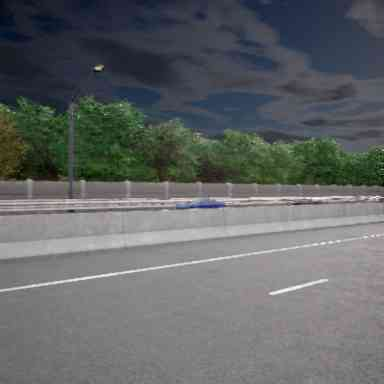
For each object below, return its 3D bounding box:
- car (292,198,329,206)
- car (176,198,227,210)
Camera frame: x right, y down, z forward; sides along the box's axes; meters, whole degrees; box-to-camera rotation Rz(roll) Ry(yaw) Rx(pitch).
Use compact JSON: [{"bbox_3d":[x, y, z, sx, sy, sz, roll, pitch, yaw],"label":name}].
[{"bbox_3d":[13.984,1.426,39.150,4.718,1.301,1.895,0,0,-34],"label":"car"},{"bbox_3d":[0.878,1.308,30.126,5.008,1.535,1.882,0,0,-34],"label":"car"}]
